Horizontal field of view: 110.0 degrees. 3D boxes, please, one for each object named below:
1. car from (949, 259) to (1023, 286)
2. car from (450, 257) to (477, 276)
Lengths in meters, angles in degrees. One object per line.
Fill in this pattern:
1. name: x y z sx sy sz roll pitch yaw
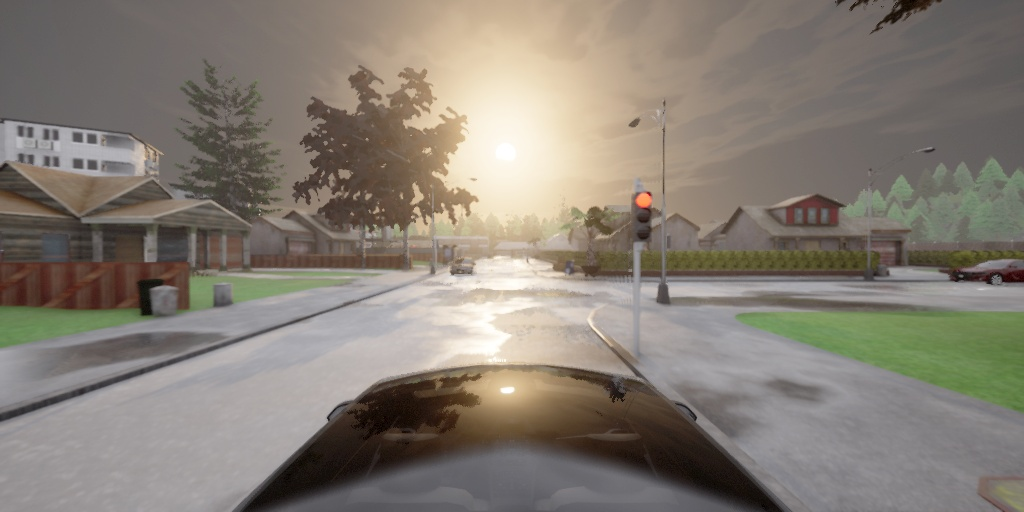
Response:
1. car: 29.328 0.931 21.410 5.008 1.535 1.882 0 1 0
2. car: -4.005 0.894 30.169 1.837 1.490 4.892 0 2 0
